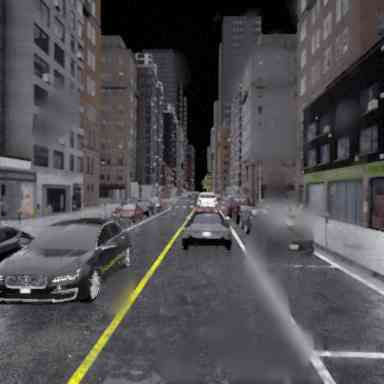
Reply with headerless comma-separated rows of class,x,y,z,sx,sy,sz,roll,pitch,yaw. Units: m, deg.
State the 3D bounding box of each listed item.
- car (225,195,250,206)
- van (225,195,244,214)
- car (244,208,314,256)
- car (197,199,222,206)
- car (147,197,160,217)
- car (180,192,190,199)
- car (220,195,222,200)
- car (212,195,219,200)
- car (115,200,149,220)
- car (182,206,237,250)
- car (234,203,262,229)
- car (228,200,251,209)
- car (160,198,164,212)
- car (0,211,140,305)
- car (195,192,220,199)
car,4.150,1.248,29.476,2.192,1.841,5.009,0,0,3
van,4.400,1.258,34.994,1.690,1.788,3.998,0,0,3
car,3.396,1.533,12.923,2.008,1.369,4.403,0,0,3
car,1.328,1.518,28.208,1.895,1.301,4.718,0,0,3
car,-4.370,1.436,29.856,1.947,1.339,4.313,0,0,3
car,-2.154,1.166,90.367,1.967,1.590,4.097,0,0,1
car,6.103,1.251,78.852,1.967,1.590,4.097,0,0,1
car,6.367,1.370,90.159,1.802,1.307,4.206,0,0,1
car,-4.620,1.468,24.337,1.802,1.307,4.206,0,0,3
car,0.682,1.521,14.307,1.994,1.385,4.181,0,0,4
car,3.647,1.516,18.441,2.008,1.369,4.403,0,0,3
car,3.897,1.515,23.958,1.947,1.339,4.313,0,0,3
car,-4.118,1.294,35.375,1.967,1.590,4.097,0,0,3
car,-2.783,1.457,8.196,1.837,1.490,4.892,0,0,3
car,1.711,1.108,38.310,2.150,2.045,5.566,0,0,1
